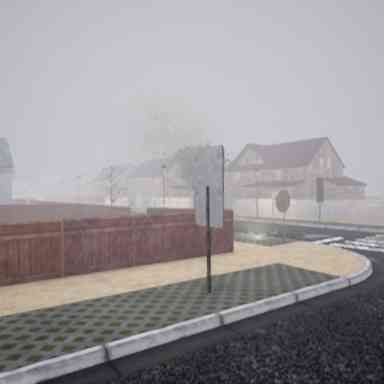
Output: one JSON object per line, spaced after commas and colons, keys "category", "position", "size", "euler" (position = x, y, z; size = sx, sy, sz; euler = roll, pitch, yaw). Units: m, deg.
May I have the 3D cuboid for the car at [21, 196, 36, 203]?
{"category": "car", "position": [-39.029, 1.917, 80.231], "size": [1.994, 1.385, 4.181], "euler": [-1, 0, -37]}
